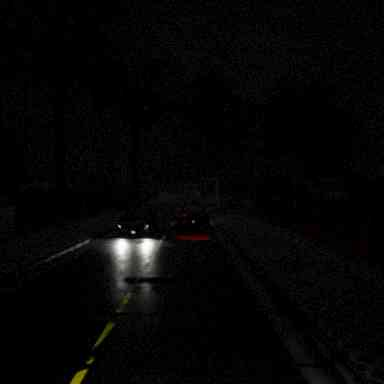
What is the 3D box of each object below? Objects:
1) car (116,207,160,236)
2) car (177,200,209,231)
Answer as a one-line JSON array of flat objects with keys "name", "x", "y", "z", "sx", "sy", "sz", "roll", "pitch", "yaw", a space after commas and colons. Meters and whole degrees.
[{"name": "car", "x": -2.874, "y": 1.588, "z": 18.894, "sx": 2.033, "sy": 1.411, "sz": 5.357, "roll": 0, "pitch": 0, "yaw": 0}, {"name": "car", "x": 0.063, "y": 1.518, "z": 21.186, "sx": 1.882, "sy": 1.535, "sz": 5.008, "roll": 0, "pitch": 0, "yaw": 0}]
